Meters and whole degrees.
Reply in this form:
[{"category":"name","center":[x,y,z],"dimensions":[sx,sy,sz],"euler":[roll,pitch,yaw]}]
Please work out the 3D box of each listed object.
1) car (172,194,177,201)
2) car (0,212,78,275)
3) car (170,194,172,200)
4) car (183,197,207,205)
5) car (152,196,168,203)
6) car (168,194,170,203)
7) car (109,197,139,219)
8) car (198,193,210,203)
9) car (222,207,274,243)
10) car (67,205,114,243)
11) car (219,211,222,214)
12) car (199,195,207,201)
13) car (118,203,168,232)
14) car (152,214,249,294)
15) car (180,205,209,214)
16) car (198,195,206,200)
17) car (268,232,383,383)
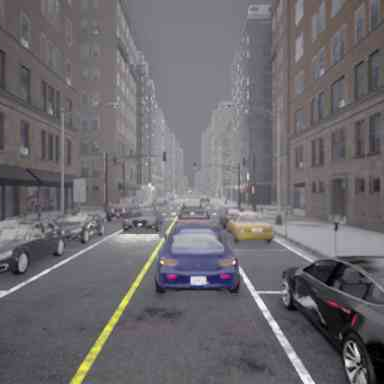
[{"category":"car","center":[-5.307,1.511,80.288],"dimensions":[1.947,1.339,4.313],"euler":[0,0,0]},{"category":"car","center":[-5.377,1.548,10.316],"dimensions":[2.008,1.369,4.403],"euler":[0,0,0]},{"category":"car","center":[-5.324,1.487,63.756],"dimensions":[1.752,1.417,4.829],"euler":[0,0,0]},{"category":"car","center":[0.031,1.465,27.852],"dimensions":[1.882,1.535,5.008],"euler":[0,0,0]},{"category":"car","center":[-5.335,1.522,53.018],"dimensions":[2.008,1.369,4.403],"euler":[0,0,0]},{"category":"car","center":[-5.329,1.511,58.472],"dimensions":[1.887,1.381,4.507],"euler":[0,0,0]},{"category":"car","center":[-5.361,1.303,26.554],"dimensions":[2.192,1.841,5.009],"euler":[0,0,0]},{"category":"car","center":[2.707,1.397,69.364],"dimensions":[1.967,1.590,4.097],"euler":[0,0,0]},{"category":"car","center":[2.653,1.520,15.882],"dimensions":[1.752,1.417,4.829],"euler":[0,0,0]},{"category":"car","center":[-5.372,1.545,15.729],"dimensions":[2.008,1.369,4.403],"euler":[0,0,0]},{"category":"car","center":[2.658,1.573,21.125],"dimensions":[1.802,1.307,4.206],"euler":[0,0,0]},{"category":"car","center":[2.723,1.484,85.728],"dimensions":[1.887,1.381,4.507],"euler":[0,0,0]},{"category":"car","center":[-2.794,1.556,19.858],"dimensions":[1.994,1.385,4.181],"euler":[0,0,0]},{"category":"car","center":[0.109,1.524,8.650],"dimensions":[1.812,1.442,4.674],"euler":[0,0,0]},{"category":"car","center":[0.113,1.594,17.961],"dimensions":[1.895,1.301,4.718],"euler":[0,0,0]},{"category":"car","center":[2.729,1.484,91.182],"dimensions":[2.008,1.369,4.403],"euler":[0,0,0]},{"category":"car","center":[2.642,1.565,4.886],"dimensions":[1.947,1.339,4.313],"euler":[0,0,0]}]
